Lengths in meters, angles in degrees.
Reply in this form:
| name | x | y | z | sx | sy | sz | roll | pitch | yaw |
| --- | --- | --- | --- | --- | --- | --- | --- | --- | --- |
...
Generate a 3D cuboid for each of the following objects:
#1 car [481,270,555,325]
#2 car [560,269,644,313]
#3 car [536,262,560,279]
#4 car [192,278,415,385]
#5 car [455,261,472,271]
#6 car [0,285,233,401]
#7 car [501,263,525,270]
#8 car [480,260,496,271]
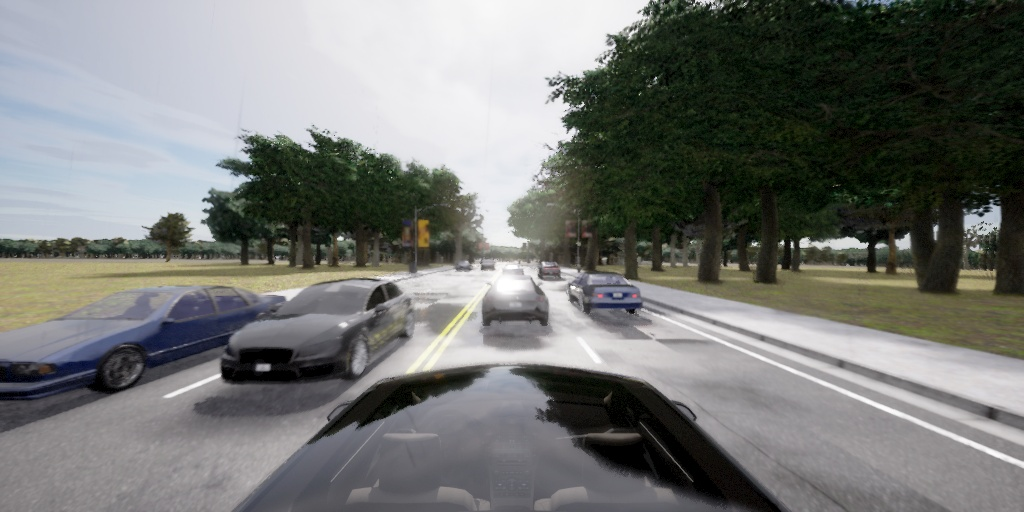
| name | x | y | z | sx | sy | sz | roll | pitch | yaw |
| --- | --- | --- | --- | --- | --- | --- | --- | --- | --- |
| car | 0.097 | 1.307 | 11.761 | 1.994 | 1.385 | 4.181 | 0 | 0 | 0 |
| car | 3.345 | 1.292 | 13.836 | 2.033 | 1.411 | 5.357 | 0 | 0 | 0 |
| car | 3.343 | 1.267 | 32.784 | 2.128 | 1.511 | 4.902 | 0 | 0 | 0 |
| car | -3.352 | 1.249 | 7.262 | 1.837 | 1.490 | 4.892 | 0 | 0 | 0 |
| car | -6.583 | 1.372 | 49.269 | 1.994 | 1.385 | 4.181 | 0 | 0 | 0 |
| car | -6.602 | 1.292 | 6.932 | 2.033 | 1.411 | 5.357 | 0 | 0 | 0 |
| car | 0.093 | 1.319 | 29.765 | 2.033 | 1.411 | 5.357 | 0 | 0 | 0 |
| car | -3.334 | 1.287 | 50.381 | 1.882 | 1.535 | 5.008 | 0 | 0 | 0 |
